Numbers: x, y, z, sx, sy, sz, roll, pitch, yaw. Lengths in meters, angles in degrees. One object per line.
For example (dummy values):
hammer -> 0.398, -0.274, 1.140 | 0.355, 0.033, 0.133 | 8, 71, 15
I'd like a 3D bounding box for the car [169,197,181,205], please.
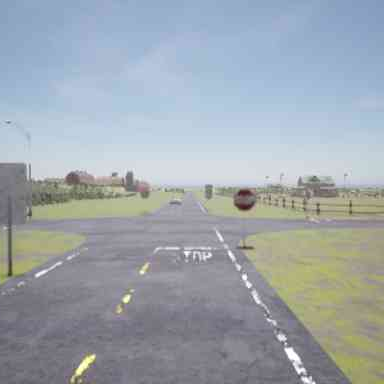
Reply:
car -> -2.749, 1.448, 55.017 | 1.895, 1.301, 4.718 | 0, 0, 0
